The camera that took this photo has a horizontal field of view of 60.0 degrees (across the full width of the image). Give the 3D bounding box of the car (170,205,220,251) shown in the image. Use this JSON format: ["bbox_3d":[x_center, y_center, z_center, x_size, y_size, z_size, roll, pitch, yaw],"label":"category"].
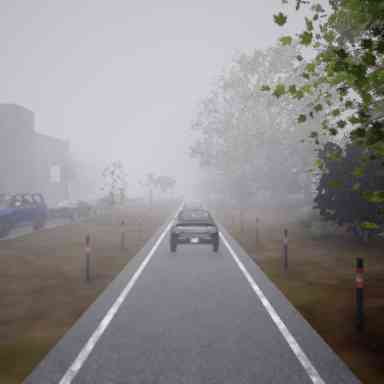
[{"bbox_3d":[0.089,1.490,14.002,2.128,1.511,4.902,0,0,0],"label":"car"}]

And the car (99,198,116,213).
[{"bbox_3d":[-8.999,1.276,30.474,2.231,1.521,4.892,0,1,2],"label":"car"}]

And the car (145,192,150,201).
[{"bbox_3d":[-9.031,1.156,58.212,2.097,1.535,5.008,0,0,2],"label":"car"}]

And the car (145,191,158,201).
[{"bbox_3d":[-9.041,0.907,68.095,2.435,2.045,5.566,0,0,1],"label":"car"}]

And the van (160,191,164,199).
[{"bbox_3d":[-9.067,0.881,85.811,1.878,1.987,4.442,0,0,2],"label":"van"}]

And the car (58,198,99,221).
[{"bbox_3d":[-8.992,1.275,24.932,2.097,1.535,5.008,0,0,2],"label":"car"}]

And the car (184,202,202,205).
[{"bbox_3d":[0.086,1.566,29.315,1.895,1.301,4.718,0,0,0],"label":"car"}]

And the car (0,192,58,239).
[{"bbox_3d":[-8.983,1.026,15.979,2.435,2.045,5.566,0,0,2],"label":"car"}]

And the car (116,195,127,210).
[{"bbox_3d":[-9.005,1.256,36.030,2.097,1.535,5.008,0,0,2],"label":"car"}]

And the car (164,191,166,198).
[{"bbox_3d":[-9.068,1.073,91.497,2.231,1.521,4.892,0,-1,-2],"label":"car"}]

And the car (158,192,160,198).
[{"bbox_3d":[-9.049,1.169,74.841,2.002,1.452,4.674,0,0,0],"label":"car"}]

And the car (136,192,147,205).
[{"bbox_3d":[-9.024,1.185,52.664,2.097,1.535,5.008,0,0,2],"label":"car"}]

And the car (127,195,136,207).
[{"bbox_3d":[-9.020,1.218,42.411,1.946,1.575,5.366,0,0,2],"label":"car"}]
